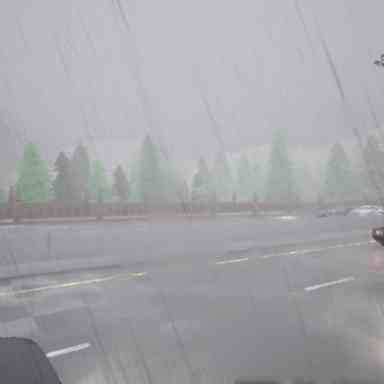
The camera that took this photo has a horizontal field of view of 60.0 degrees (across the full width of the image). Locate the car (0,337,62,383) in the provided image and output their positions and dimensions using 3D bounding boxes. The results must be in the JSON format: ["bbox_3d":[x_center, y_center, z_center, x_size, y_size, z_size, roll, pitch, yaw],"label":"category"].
[{"bbox_3d":[-3.306,1.561,1.388,5.357,1.411,2.033,0,0,-35],"label":"car"}]

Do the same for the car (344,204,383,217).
[{"bbox_3d":[17.909,2.076,33.930,4.674,1.442,1.812,2,-1,-35],"label":"car"}]

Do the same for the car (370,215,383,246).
[{"bbox_3d":[10.456,1.869,15.501,4.718,1.301,1.895,1,-1,-35],"label":"car"}]

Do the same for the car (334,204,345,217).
[{"bbox_3d":[17.619,2.080,38.014,4.902,1.511,2.128,1,-1,-35],"label":"car"}]

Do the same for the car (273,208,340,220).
[{"bbox_3d":[7.533,1.895,22.253,4.718,1.301,1.895,1,-1,-35],"label":"car"}]
